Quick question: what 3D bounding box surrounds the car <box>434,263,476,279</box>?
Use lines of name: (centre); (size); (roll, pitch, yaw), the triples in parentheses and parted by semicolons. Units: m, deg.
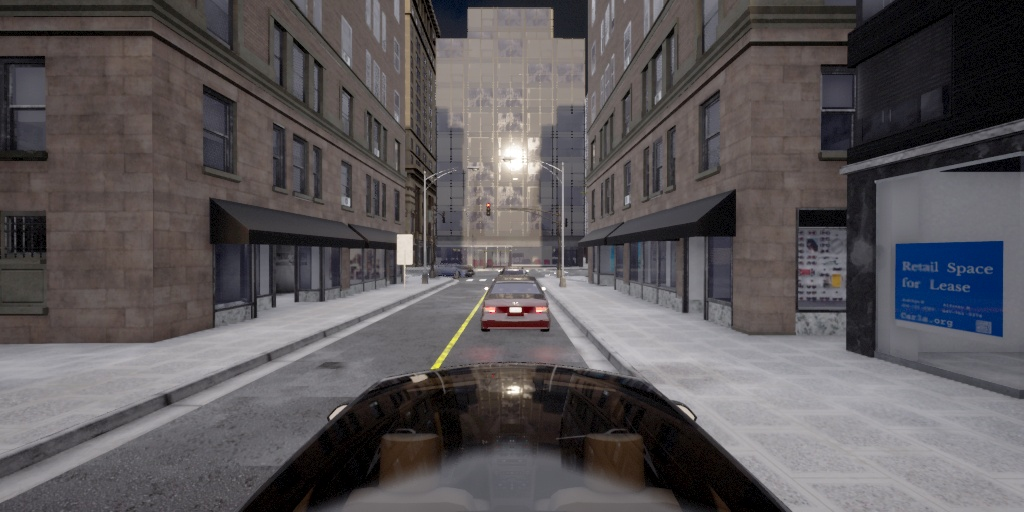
car: (-5.329, 1.341, 32.796); (4.181, 1.385, 1.994); (-1, -1, 31)

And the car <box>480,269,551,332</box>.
car: (0.094, 1.293, 10.812); (2.033, 1.411, 5.357); (0, 0, 0)

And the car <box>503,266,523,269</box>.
car: (0.085, 1.300, 21.478); (1.994, 1.385, 4.181); (0, 0, 0)
